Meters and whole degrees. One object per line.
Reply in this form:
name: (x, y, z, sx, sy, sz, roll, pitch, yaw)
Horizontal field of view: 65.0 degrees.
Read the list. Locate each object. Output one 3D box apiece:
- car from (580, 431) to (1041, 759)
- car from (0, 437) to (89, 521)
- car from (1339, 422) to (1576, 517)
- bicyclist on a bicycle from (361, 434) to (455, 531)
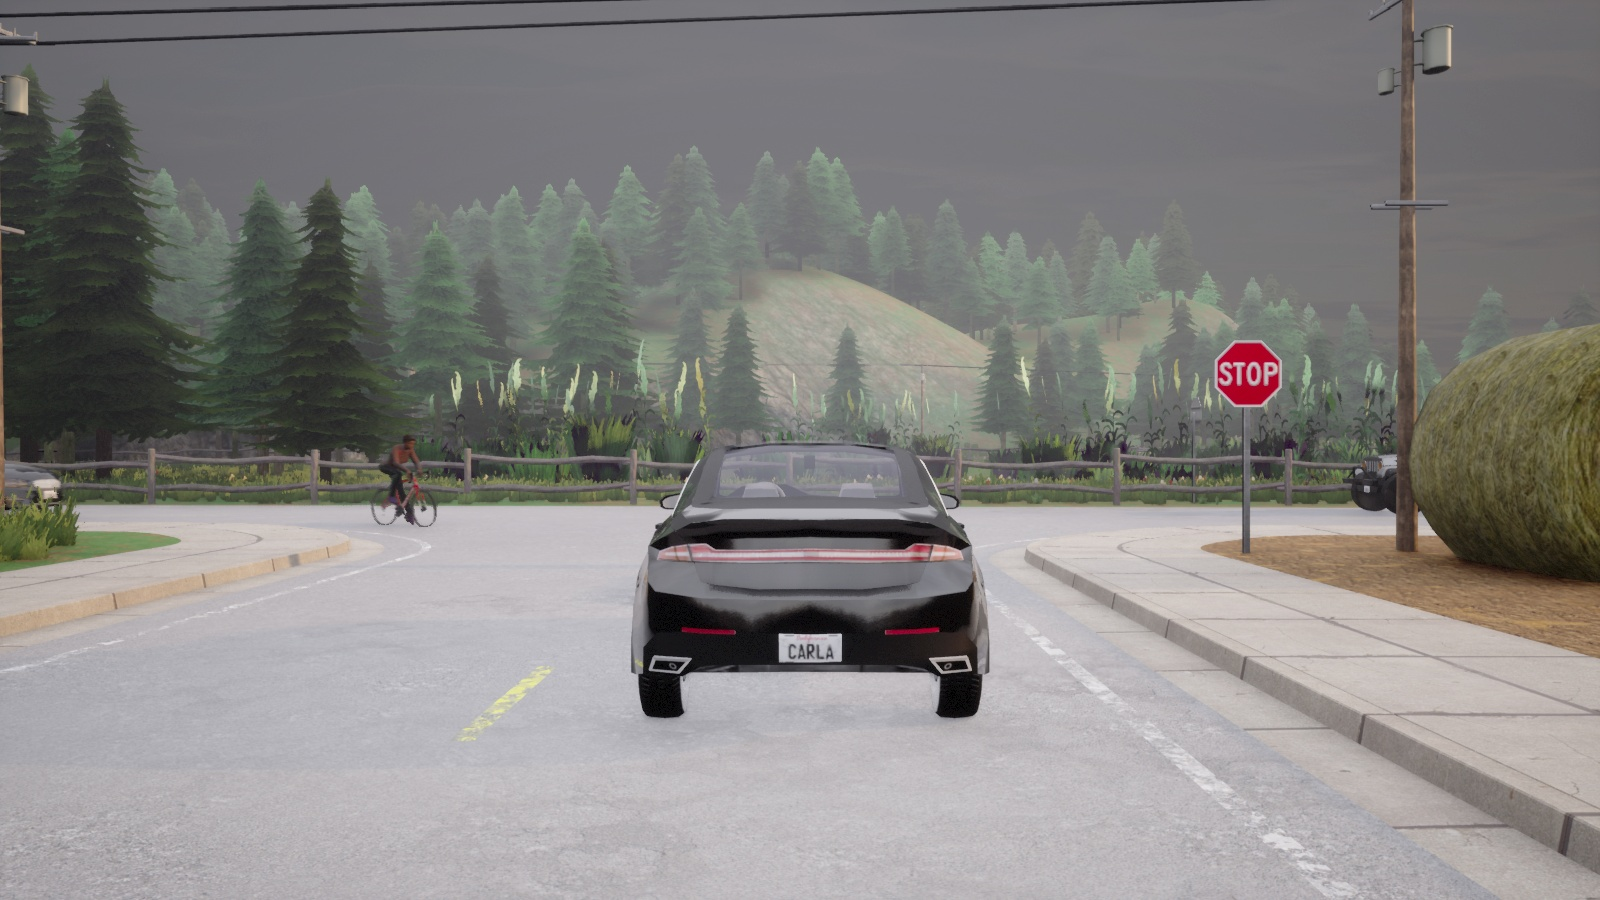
car: (0.062, 0.656, 8.241, 2.128, 1.511, 4.902, 0, 0, 0)
car: (-16.547, 0.520, 23.880, 4.902, 1.511, 2.128, 0, 0, 3)
car: (13.389, 0.373, 25.757, 3.866, 1.878, 1.905, 0, 0, 3)
bicyclist on a bicycle: (-6.881, 0.543, 22.003, 1.656, 1.620, 0.582, 1, 2, 31)
